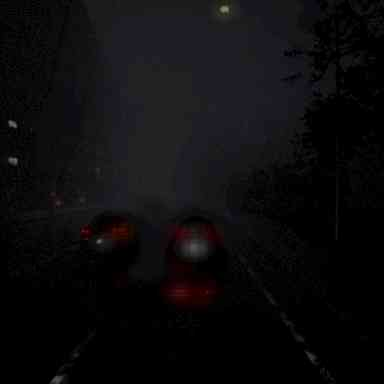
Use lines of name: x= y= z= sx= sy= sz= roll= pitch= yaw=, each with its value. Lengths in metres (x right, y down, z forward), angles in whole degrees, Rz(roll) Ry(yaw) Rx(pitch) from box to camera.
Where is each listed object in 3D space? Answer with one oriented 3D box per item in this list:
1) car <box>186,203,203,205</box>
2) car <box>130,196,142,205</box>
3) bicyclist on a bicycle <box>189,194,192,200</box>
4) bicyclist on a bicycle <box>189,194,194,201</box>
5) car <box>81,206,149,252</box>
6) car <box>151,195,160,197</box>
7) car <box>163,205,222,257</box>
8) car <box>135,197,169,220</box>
car: x=0.194 y=1.594 z=27.354 sx=1.895 sy=1.301 sz=4.718 roll=0 pitch=0 yaw=1
car: x=-9.683 y=1.486 z=58.595 sx=2.128 sy=1.511 sz=4.902 roll=0 pitch=0 yaw=-1
bicyclist on a bicycle: x=-0.509 y=1.352 z=93.450 sx=0.659 sy=1.776 sz=1.843 roll=0 pitch=0 yaw=-4
bicyclist on a bicycle: x=0.057 y=1.356 z=84.392 sx=0.659 sy=1.776 sz=1.843 roll=0 pitch=0 yaw=-3
car: x=-3.124 y=1.520 z=13.754 sx=1.812 sy=1.442 sz=4.674 roll=0 pitch=0 yaw=1
car: x=-6.431 y=1.347 z=57.587 sx=2.097 sy=1.767 sz=4.553 roll=0 pitch=0 yaw=-1
car: x=0.114 y=1.502 z=12.985 sx=1.837 sy=1.490 sz=4.892 roll=0 pitch=0 yaw=1
car: x=-3.045 y=1.485 z=27.986 sx=2.128 sy=1.511 sz=4.902 roll=0 pitch=0 yaw=1
